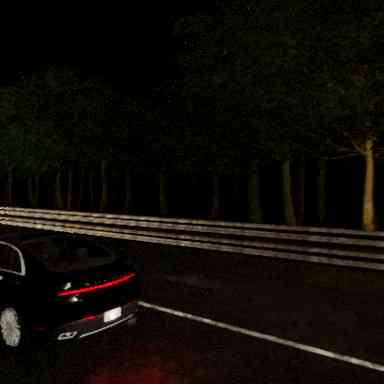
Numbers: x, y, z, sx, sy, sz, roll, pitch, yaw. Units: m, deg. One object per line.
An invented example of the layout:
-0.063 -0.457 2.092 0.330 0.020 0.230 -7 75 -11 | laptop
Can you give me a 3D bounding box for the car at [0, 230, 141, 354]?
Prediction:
-3.110 1.476 6.108 4.892 1.490 1.837 0 0 35 | car
